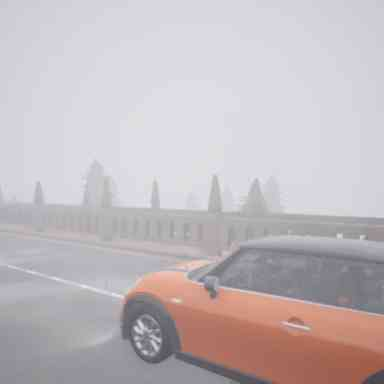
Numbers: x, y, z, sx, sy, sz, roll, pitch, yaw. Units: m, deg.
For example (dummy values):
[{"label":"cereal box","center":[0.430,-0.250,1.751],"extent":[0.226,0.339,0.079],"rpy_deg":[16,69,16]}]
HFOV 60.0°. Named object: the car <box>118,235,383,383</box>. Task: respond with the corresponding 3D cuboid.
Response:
[{"label":"car","center":[1.144,1.359,4.338],"extent":[4.553,1.767,2.097],"rpy_deg":[0,0,36]}]
